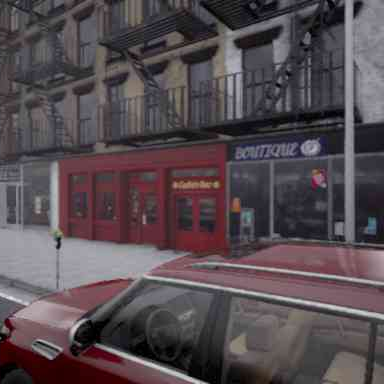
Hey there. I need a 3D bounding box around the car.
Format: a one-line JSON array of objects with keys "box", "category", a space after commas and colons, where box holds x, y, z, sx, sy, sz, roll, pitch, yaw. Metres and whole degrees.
[{"box": [0.501, 1.317, 2.454, 5.009, 1.841, 2.192, 0, 0, 36], "category": "car"}]
